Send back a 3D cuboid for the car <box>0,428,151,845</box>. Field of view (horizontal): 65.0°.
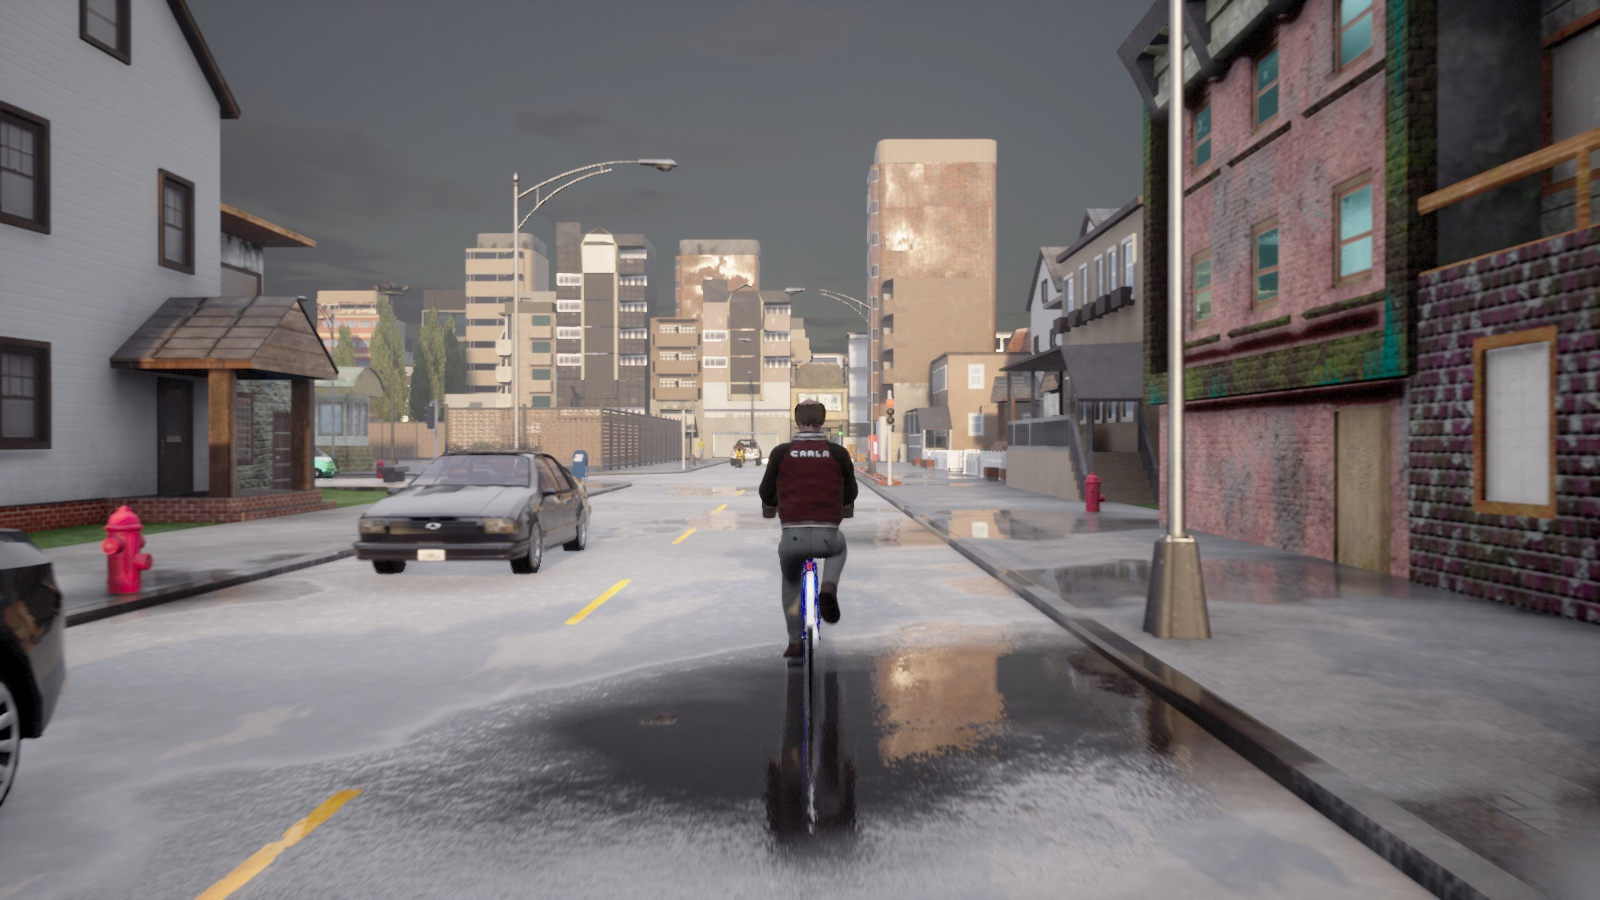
[{"bbox_3d":[-3.967,0.682,3.139,2.128,1.511,4.902,0,0,0],"label":"car"}]

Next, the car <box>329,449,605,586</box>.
[{"bbox_3d":[-3.895,0.702,15.811,2.033,1.411,5.357,0,0,0],"label":"car"}]

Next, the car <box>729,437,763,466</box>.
[{"bbox_3d":[-3.515,0.096,82.395,1.932,1.855,4.605,0,0,1],"label":"car"}]

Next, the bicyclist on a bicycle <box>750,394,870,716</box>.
[{"bbox_3d":[0.061,0.573,7.859,0.659,1.776,1.843,0,1,0],"label":"bicyclist on a bicycle"}]

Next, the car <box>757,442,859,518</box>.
[{"bbox_3d":[0.163,0.565,26.080,1.970,1.475,3.806,0,0,0],"label":"car"}]

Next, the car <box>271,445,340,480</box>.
[{"bbox_3d":[-20.021,0.497,50.917,2.207,1.376,1.481,-1,0,0],"label":"car"}]
